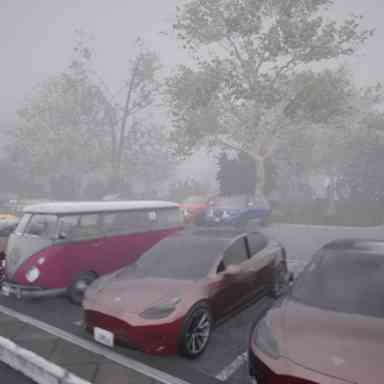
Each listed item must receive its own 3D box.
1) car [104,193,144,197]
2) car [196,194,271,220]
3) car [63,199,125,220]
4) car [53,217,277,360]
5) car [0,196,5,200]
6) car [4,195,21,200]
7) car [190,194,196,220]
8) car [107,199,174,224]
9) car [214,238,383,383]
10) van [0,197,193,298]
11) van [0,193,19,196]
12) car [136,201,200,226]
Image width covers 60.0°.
[{"bbox_3d":[-6.028,1.137,26.802,2.435,2.045,5.566,0,0,35],"label":"car"},{"bbox_3d":[2.950,1.179,20.416,2.435,2.045,5.566,0,0,35],"label":"car"},{"bbox_3d":[-8.263,1.412,28.462,2.163,1.488,4.792,0,0,35],"label":"car"},{"bbox_3d":[0.234,1.487,6.296,2.163,1.488,4.792,0,0,35],"label":"car"},{"bbox_3d":[-17.359,1.405,34.895,2.002,1.452,4.674,0,0,35],"label":"car"},{"bbox_3d":[-15.197,1.366,33.131,1.946,1.575,5.366,0,0,35],"label":"car"},{"bbox_3d":[0.781,1.166,21.958,2.435,2.045,5.566,0,0,35],"label":"car"},{"bbox_3d":[-3.744,1.397,25.205,2.097,1.535,5.008,0,0,35],"label":"car"},{"bbox_3d":[2.518,1.500,4.671,2.163,1.488,4.792,0,0,35],"label":"car"},{"bbox_3d":[-2.100,1.218,7.849,1.878,1.987,4.442,0,0,35],"label":"van"},{"bbox_3d":[-21.829,1.130,38.224,1.878,1.987,4.442,0,0,35],"label":"van"},{"bbox_3d":[-1.574,1.445,23.666,2.002,1.452,4.674,0,0,35],"label":"car"}]
